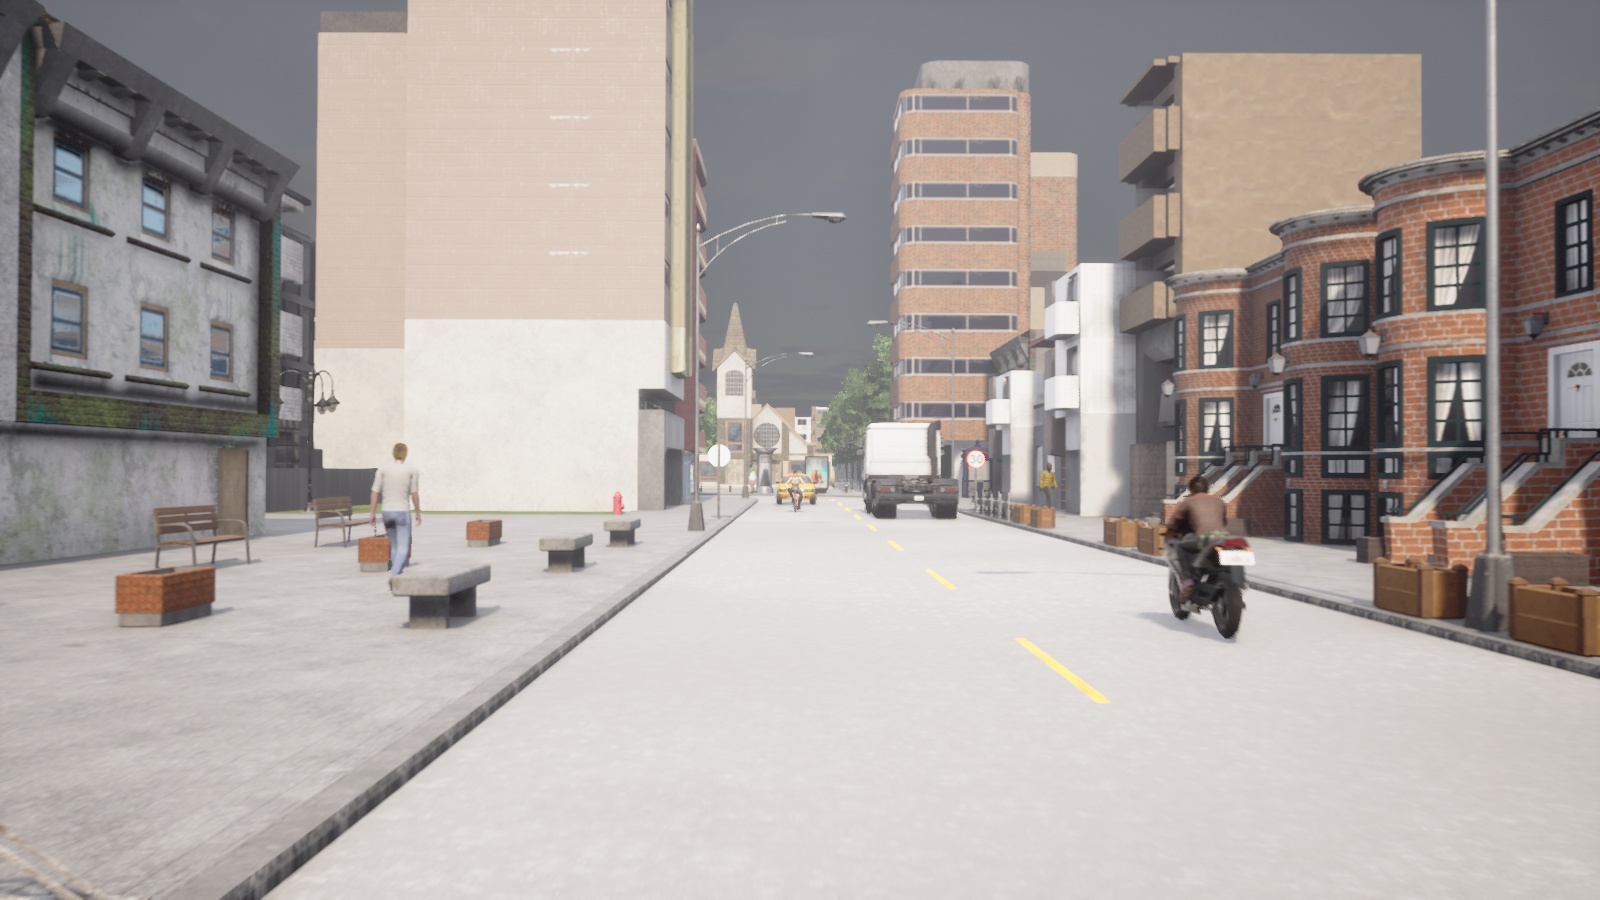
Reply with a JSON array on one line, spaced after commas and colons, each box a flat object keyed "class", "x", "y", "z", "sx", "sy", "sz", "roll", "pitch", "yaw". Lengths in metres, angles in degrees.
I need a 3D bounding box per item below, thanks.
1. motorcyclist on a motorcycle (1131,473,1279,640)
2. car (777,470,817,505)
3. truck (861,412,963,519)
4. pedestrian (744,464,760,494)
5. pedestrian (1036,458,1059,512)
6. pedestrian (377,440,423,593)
[{"class": "motorcyclist on a motorcycle", "x": 3.971, "y": 0.990, "z": 12.515, "sx": 0.797, "sy": 1.523, "sz": 2.044, "roll": 0, "pitch": -1, "yaw": 0}, {"class": "car", "x": -0.164, "y": 1.749, "z": 59.443, "sx": 1.801, "sy": 1.575, "sz": 5.366, "roll": 0, "pitch": -1, "yaw": 0}, {"class": "truck", "x": 3.852, "y": 0.569, "z": 44.920, "sx": 2.891, "sy": 3.462, "sz": 7.936, "roll": 0, "pitch": -1, "yaw": 0}, {"class": "pedestrian", "x": -3.118, "y": 1.902, "z": 81.566, "sx": 0.873, "sy": 1.952, "sz": 0.659, "roll": -1, "pitch": -1, "yaw": 29}, {"class": "pedestrian", "x": 8.552, "y": 1.215, "z": 43.404, "sx": 0.370, "sy": 1.835, "sz": 0.726, "roll": 0, "pitch": -1, "yaw": -27}, {"class": "pedestrian", "x": -4.913, "y": 0.803, "z": 15.452, "sx": 0.354, "sy": 1.836, "sz": 0.706, "roll": 0, "pitch": -1, "yaw": -2}]
